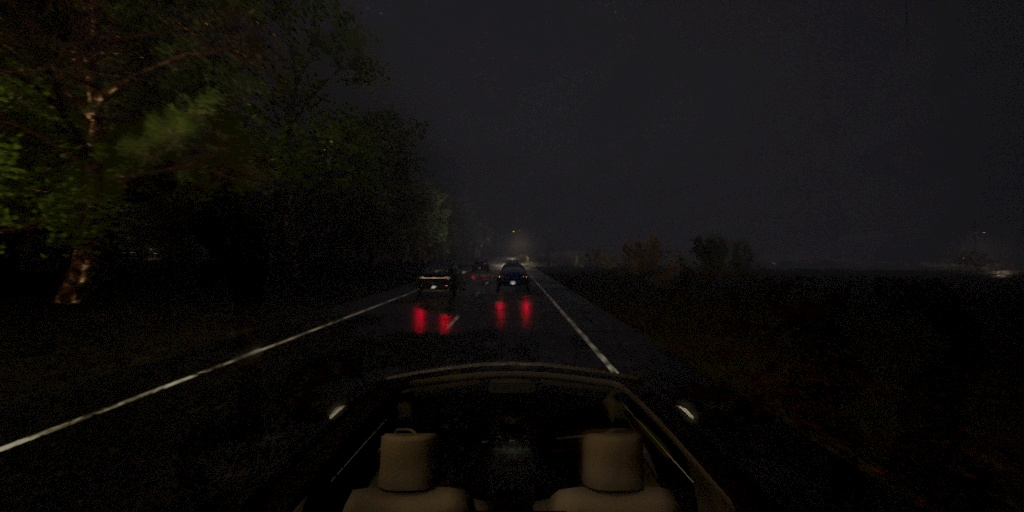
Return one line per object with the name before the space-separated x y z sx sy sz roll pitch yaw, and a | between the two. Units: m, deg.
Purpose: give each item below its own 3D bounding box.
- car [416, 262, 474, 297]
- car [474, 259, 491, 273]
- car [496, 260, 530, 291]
car | -3.444 1.165 18.246 2.128 1.511 4.902 0 0 0
car | -3.398 1.055 40.007 2.128 1.511 4.902 0 0 0
car | 0.071 1.185 20.851 1.812 1.442 4.674 0 1 0
